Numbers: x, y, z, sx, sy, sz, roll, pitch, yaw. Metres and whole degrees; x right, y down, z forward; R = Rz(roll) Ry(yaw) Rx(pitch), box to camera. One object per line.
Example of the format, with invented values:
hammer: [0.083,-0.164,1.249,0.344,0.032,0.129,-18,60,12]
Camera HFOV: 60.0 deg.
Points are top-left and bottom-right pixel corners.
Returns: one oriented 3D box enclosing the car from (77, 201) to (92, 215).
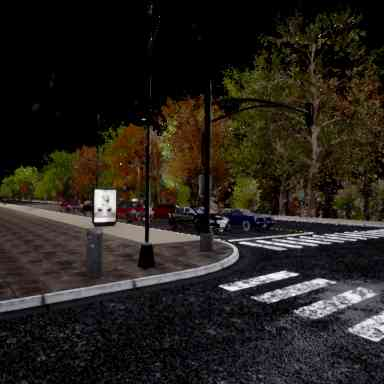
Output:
car: [-10.125,1.770,35.222,2.128,1.511,4.902,1,-1,-35]

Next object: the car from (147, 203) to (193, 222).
car: [-2.034,1.750,29.226,1.812,1.442,4.674,1,-1,-35]

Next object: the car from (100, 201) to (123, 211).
car: [-11.976,2.023,49.529,1.812,1.442,4.674,1,-1,-34]

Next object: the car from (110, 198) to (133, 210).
car: [-11.591,1.934,54.713,2.097,1.767,4.553,1,-1,-34]

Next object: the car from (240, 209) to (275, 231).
car: [3.120,1.732,21.771,1.895,1.301,4.718,1,-1,-35]

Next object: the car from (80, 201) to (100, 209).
car: [-17.849,2.203,57.969,1.895,1.301,4.718,1,-1,-35]

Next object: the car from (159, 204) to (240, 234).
car: [0.298,1.582,20.120,2.128,1.511,4.902,1,-1,-34]

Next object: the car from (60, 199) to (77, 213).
car: [-15.727,1.732,43.378,2.097,1.767,4.553,1,-1,-34]

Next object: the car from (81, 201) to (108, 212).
car: [-13.558,1.980,45.958,2.033,1.411,5.357,1,-1,-34]

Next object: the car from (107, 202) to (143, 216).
car: [-7.560,1.871,37.220,2.033,1.411,5.357,1,-1,-35]

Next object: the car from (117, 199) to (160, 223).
car: [-4.921,1.537,27.692,2.097,1.767,4.553,1,-1,-35]
